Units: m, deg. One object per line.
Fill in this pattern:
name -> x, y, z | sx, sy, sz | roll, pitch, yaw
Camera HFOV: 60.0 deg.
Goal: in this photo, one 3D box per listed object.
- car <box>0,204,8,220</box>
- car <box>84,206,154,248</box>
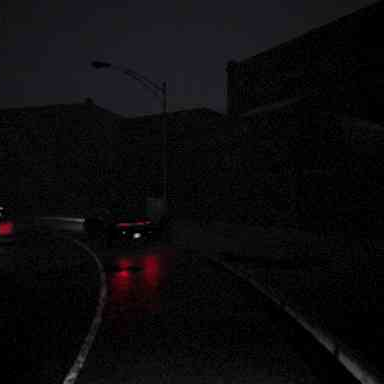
car -> -15.746, 1.384, 24.136 | 4.892, 1.490, 1.837 | -1, 1, 18
car -> -3.313, 1.357, 14.468 | 2.128, 1.511, 4.902 | -1, 2, -31
